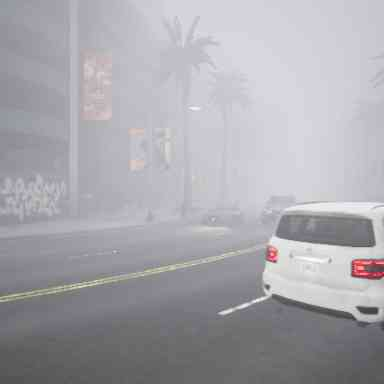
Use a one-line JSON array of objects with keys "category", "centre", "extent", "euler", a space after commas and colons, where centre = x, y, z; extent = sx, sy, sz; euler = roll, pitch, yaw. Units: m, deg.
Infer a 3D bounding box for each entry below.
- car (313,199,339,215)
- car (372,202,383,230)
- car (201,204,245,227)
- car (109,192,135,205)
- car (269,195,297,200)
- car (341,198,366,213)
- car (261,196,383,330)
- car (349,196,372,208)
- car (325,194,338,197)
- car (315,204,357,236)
[{"category": "car", "centre": [13.845, 1.531, 34.606], "extent": [2.033, 1.411, 5.357], "euler": [0, 0, 17]}, {"category": "car", "centre": [13.163, 1.485, 21.530], "extent": [2.128, 1.511, 4.902], "euler": [0, 0, 22]}, {"category": "car", "centre": [2.232, 1.548, 22.963], "extent": [1.994, 1.385, 4.181], "euler": [0, 0, 26]}, {"category": "car", "centre": [-10.836, 0.982, 51.444], "extent": [2.435, 2.045, 5.566], "euler": [0, 0, 16]}, {"category": "car", "centre": [6.436, 1.210, 23.672], "extent": [2.150, 2.045, 5.566], "euler": [0, 0, 22]}, {"category": "car", "centre": [18.689, 1.461, 38.694], "extent": [1.882, 1.535, 5.008], "euler": [0, 0, 16]}, {"category": "car", "centre": [3.678, 1.221, 6.984], "extent": [2.150, 2.045, 5.566], "euler": [0, 1, 45]}, {"category": "car", "centre": [24.785, 1.461, 49.062], "extent": [2.231, 1.521, 4.892], "euler": [0, 0, 16]}, {"category": "car", "centre": [32.877, 1.318, 77.300], "extent": [2.185, 1.767, 4.553], "euler": [0, 0, 16]}, {"category": "car", "centre": [8.790, 1.539, 19.979], "extent": [2.033, 1.411, 5.357], "euler": [0, 0, 27]}]
